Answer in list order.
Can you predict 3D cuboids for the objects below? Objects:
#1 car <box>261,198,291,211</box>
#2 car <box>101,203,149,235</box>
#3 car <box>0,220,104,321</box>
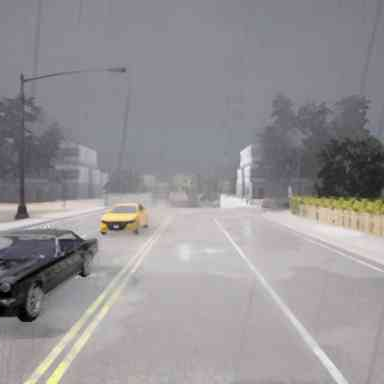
[{"bbox_3d":[10.121,1.300,35.446,5.357,1.411,2.033,0,0,9],"label":"car"},{"bbox_3d":[-3.564,1.353,18.241,1.882,1.535,5.008,0,0,1],"label":"car"},{"bbox_3d":[-3.598,1.548,7.290,1.895,1.301,4.718,0,0,0],"label":"car"}]
